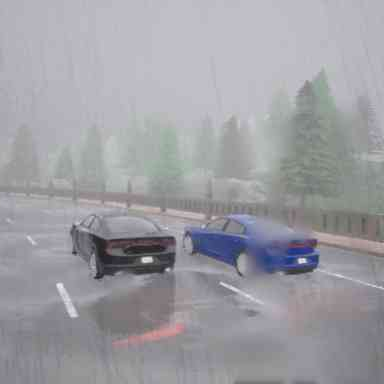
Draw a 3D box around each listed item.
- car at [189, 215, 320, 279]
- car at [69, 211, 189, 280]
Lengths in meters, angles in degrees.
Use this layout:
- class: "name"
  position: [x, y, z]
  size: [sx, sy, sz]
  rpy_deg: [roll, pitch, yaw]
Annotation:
- class: "car"
  position: [1.473, 1.425, 10.140]
  size: [1.882, 1.535, 5.008]
  rpy_deg: [2, 1, -28]
- class: "car"
  position: [-2.203, 1.285, 9.550]
  size: [1.882, 1.535, 5.008]
  rpy_deg: [2, 1, -29]
